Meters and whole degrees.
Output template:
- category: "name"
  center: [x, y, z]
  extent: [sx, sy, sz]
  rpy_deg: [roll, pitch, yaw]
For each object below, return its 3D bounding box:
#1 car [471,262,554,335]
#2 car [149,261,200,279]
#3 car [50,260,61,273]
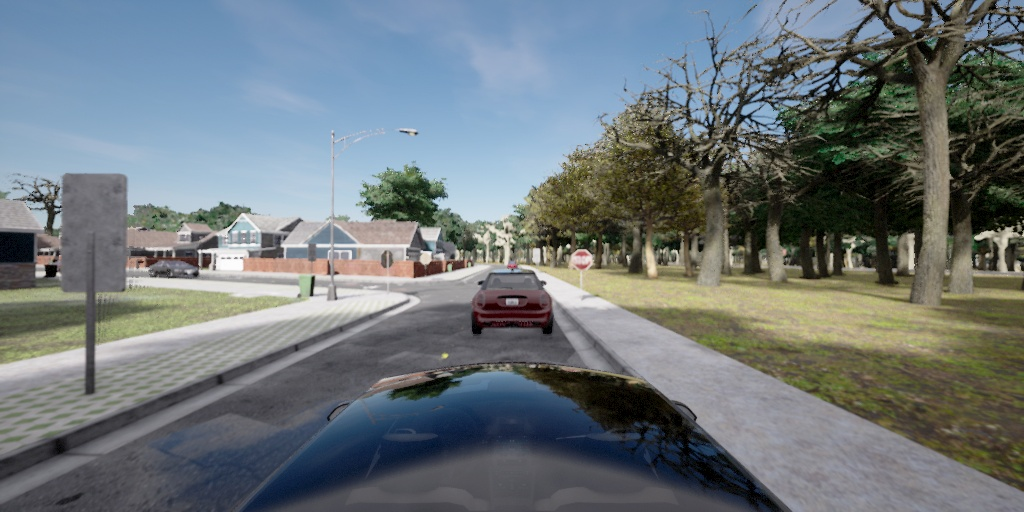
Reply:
- category: "car"
  center: [0.006, 1.161, 10.916]
  extent: [2.097, 1.767, 4.553]
  rpy_deg: [0, 0, 0]
- category: "car"
  center: [-29.123, 1.164, 30.926]
  extent: [4.902, 1.511, 2.128]
  rpy_deg: [0, 0, 23]
- category: "car"
  center: [-49.046, 1.131, 39.592]
  extent: [4.181, 1.385, 1.994]
  rpy_deg: [0, 0, 24]
